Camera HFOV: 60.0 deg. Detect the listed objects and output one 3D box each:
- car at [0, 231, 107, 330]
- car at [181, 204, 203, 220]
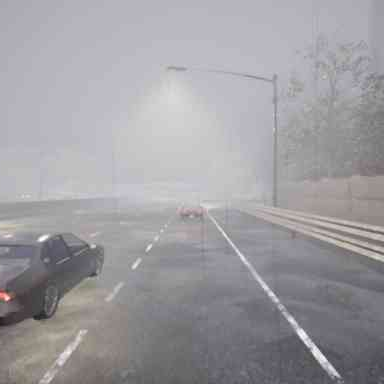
[{"bbox_3d":[-3.400,1.562,7.279,2.033,1.411,5.357,0,0,0],"label":"car"},{"bbox_3d":[-0.003,1.670,29.225,1.895,1.301,4.718,0,0,0],"label":"car"}]
